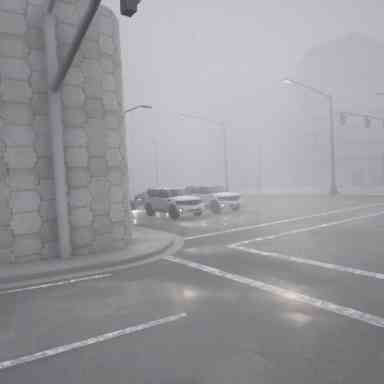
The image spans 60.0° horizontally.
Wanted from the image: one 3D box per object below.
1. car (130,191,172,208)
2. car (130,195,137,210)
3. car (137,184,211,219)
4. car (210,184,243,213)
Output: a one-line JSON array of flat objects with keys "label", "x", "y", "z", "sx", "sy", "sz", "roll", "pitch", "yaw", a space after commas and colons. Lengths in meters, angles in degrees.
[{"label": "car", "x": -4.221, "y": 0.694, "z": 33.624, "sx": 2.128, "sy": 1.511, "sz": 4.902, "roll": -5, "pitch": 3, "yaw": -35}, {"label": "car", "x": -6.872, "y": 1.002, "z": 31.325, "sx": 1.994, "sy": 1.385, "sz": 4.181, "roll": -5, "pitch": 3, "yaw": -35}, {"label": "car", "x": -1.451, "y": 0.662, "z": 23.624, "sx": 2.150, "sy": 2.045, "sz": 5.566, "roll": -5, "pitch": 3, "yaw": -35}, {"label": "car", "x": 1.395, "y": 0.427, "z": 25.648, "sx": 2.150, "sy": 2.045, "sz": 5.566, "roll": -5, "pitch": 3, "yaw": -35}]
